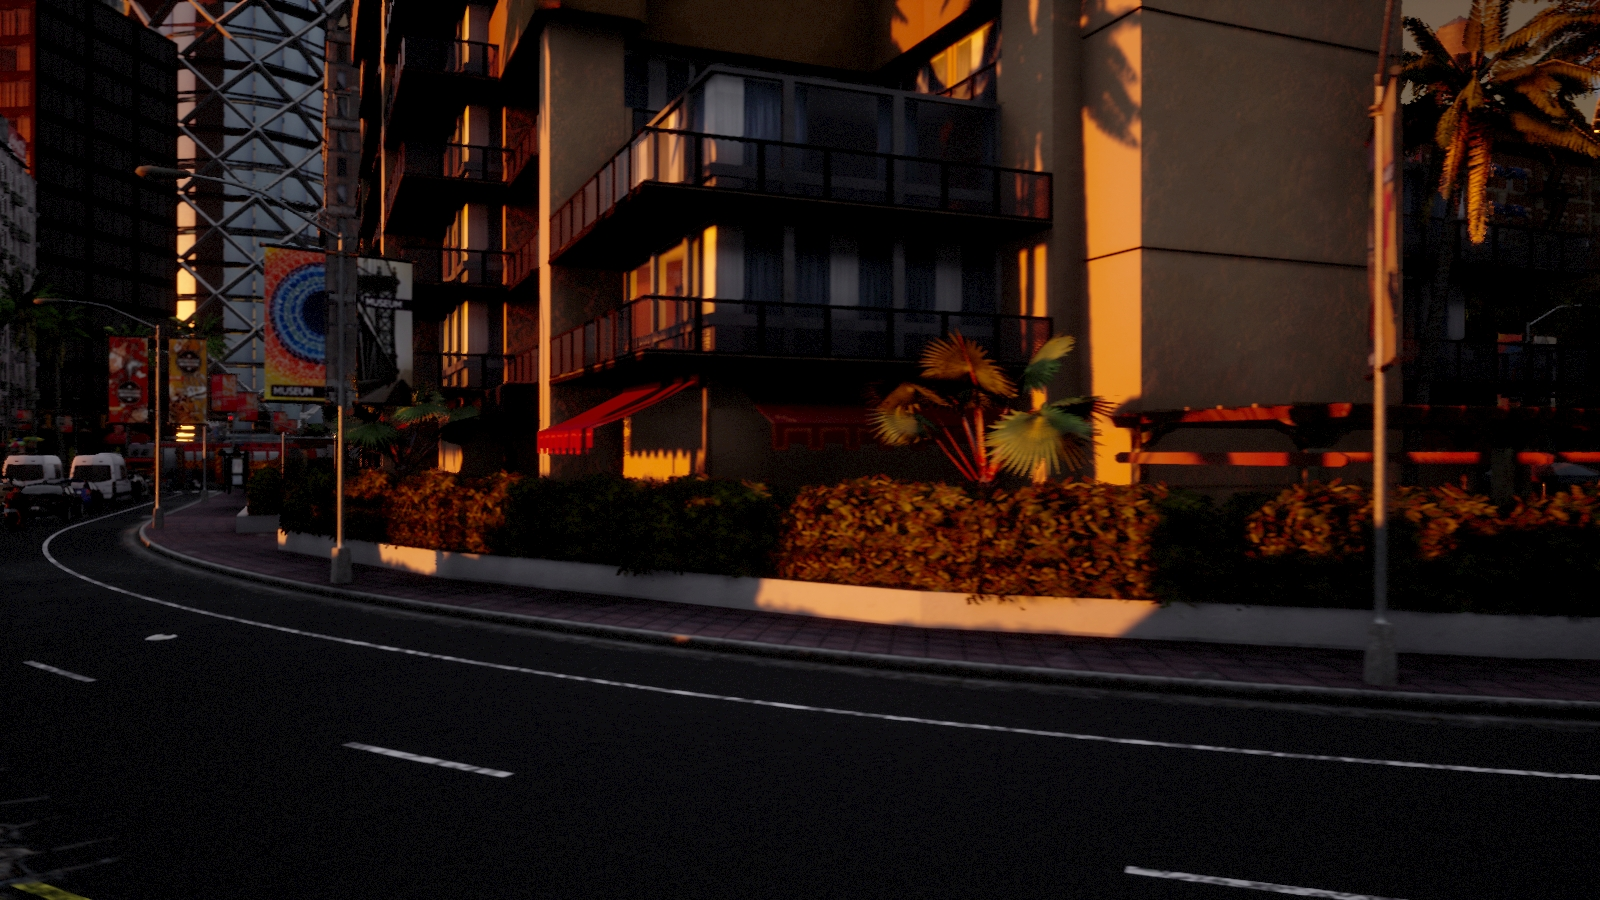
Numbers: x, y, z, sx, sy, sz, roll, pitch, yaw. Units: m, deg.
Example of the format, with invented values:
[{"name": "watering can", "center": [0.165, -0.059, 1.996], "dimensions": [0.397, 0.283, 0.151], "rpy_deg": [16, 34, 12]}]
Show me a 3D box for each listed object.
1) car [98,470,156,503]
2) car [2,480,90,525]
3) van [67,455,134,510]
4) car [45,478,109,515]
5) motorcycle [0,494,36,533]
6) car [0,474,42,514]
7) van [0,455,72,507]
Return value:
[{"name": "car", "center": [-37.610, 2.004, 64.004], "dimensions": [2.097, 1.638, 5.238], "rpy_deg": [0, 0, -23]}, {"name": "car", "center": [-29.963, 2.049, 45.551], "dimensions": [2.097, 1.535, 5.006], "rpy_deg": [0, 0, -24]}, {"name": "van", "center": [-34.914, 1.554, 57.212], "dimensions": [1.988, 2.561, 5.915], "rpy_deg": [0, 0, -23]}, {"name": "car", "center": [-32.414, 2.055, 51.306], "dimensions": [1.845, 1.501, 3.633], "rpy_deg": [0, 0, -23]}, {"name": "motorcycle", "center": [-27.607, 2.218, 40.261], "dimensions": [0.867, 1.251, 2.209], "rpy_deg": [0, 0, -26]}, {"name": "car", "center": [-36.850, 2.009, 52.807], "dimensions": [2.152, 1.651, 5.027], "rpy_deg": [0, 0, -23]}, {"name": "van", "center": [-39.626, 1.554, 59.423], "dimensions": [1.988, 2.561, 5.915], "rpy_deg": [0, 0, -23]}]
